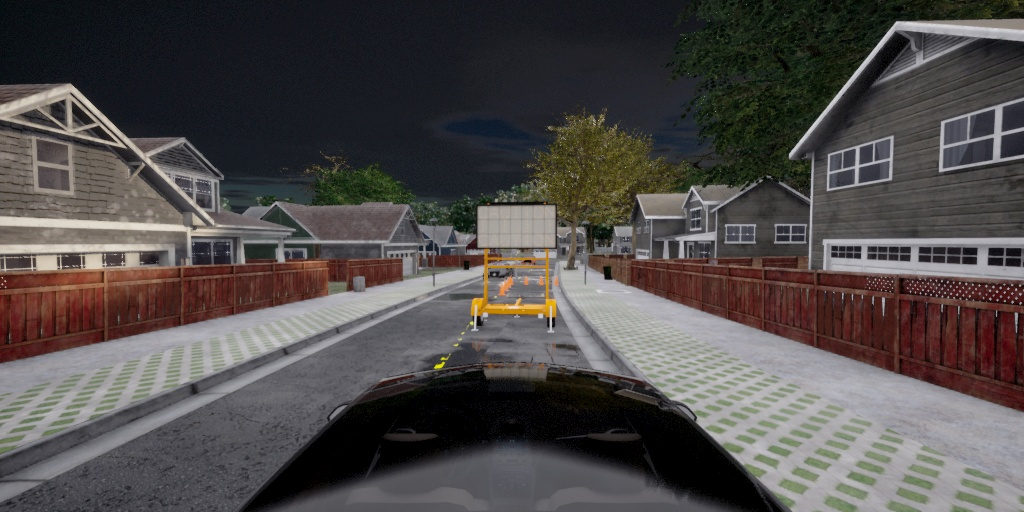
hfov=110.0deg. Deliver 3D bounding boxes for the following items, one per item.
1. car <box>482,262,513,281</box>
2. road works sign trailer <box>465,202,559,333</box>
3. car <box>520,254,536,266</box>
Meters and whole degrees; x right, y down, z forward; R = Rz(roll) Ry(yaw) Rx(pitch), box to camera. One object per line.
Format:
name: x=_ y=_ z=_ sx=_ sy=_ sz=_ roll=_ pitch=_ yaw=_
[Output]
car: x=-1.045 y=1.152 z=28.052 sx=1.994 sy=1.385 sz=4.181 roll=0 pitch=1 yaw=7
road works sign trailer: x=0.144 y=0.191 z=10.788 sx=2.380 sy=3.560 sz=2.880 roll=0 pitch=0 yaw=5
car: x=2.511 y=0.517 z=54.978 sx=2.097 sy=1.767 sz=4.553 roll=0 pitch=1 yaw=7
